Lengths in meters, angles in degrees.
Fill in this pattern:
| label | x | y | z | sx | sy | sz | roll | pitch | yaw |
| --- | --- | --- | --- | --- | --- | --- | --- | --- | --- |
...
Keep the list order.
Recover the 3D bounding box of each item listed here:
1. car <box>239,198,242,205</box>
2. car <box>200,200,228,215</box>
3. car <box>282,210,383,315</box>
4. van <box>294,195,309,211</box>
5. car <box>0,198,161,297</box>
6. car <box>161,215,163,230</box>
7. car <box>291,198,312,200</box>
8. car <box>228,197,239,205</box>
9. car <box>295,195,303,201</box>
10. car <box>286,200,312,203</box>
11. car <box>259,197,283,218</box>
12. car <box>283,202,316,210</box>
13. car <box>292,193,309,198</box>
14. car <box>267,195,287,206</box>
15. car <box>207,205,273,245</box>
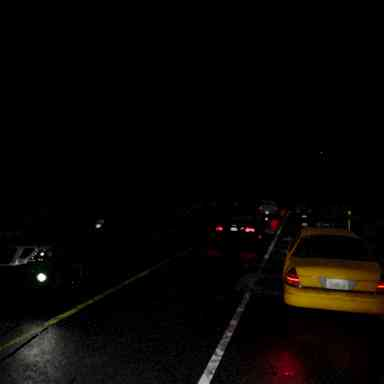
| label | x | y | z | sx | sy | sz | roll | pitch | yaw |
| --- | --- | --- | --- | --- | --- | --- | --- | --- | --- |
| car | 5.459 | 1.436 | 43.938 | 1.967 | 1.590 | 4.097 | 0 | 0 | 18 |
| car | 2.082 | 1.577 | 33.416 | 1.802 | 1.307 | 4.206 | 0 | 0 | 18 |
| car | 3.117 | 1.457 | 7.787 | 1.801 | 1.575 | 5.366 | 0 | 0 | 18 |
| van | 13.579 | 1.341 | 41.338 | 1.690 | 1.788 | 3.998 | 0 | 0 | 18 |
| car | -3.015 | 1.218 | 9.133 | 2.150 | 2.045 | 5.566 | 0 | 0 | 18 |
| car | -2.982 | 1.561 | 17.634 | 1.947 | 1.339 | 4.313 | 0 | 0 | 18 |
| car | 10.202 | 1.566 | 30.819 | 1.947 | 1.339 | 4.313 | 0 | 0 | 18 |
| car | 3.770 | 1.561 | 38.677 | 1.947 | 1.339 | 4.313 | 0 | 0 | 18 |
| car | 26.718 | 1.466 | 83.216 | 1.967 | 1.590 | 4.097 | 0 | 0 | 17 |
| car | 8.515 | 1.551 | 25.559 | 2.008 | 1.369 | 4.403 | 0 | 0 | 18 |
| car | 7.136 | 1.524 | 30.622 | 1.812 | 1.442 | 4.674 | 0 | 0 | 18 |
| car | 6.827 | 1.551 | 20.300 | 2.008 | 1.369 | 4.403 | 0 | 0 | 18 |
| car | 11.891 | 1.315 | 36.078 | 2.192 | 1.841 | 5.009 | 0 | 0 | 18 |
| car | 11.577 | 1.490 | 44.135 | 2.128 | 1.511 | 4.902 | 0 | 0 | 18 |
| car | 2.453 | 1.545 | 15.693 | 2.033 | 1.411 | 5.357 | 0 | 0 | 18 |
